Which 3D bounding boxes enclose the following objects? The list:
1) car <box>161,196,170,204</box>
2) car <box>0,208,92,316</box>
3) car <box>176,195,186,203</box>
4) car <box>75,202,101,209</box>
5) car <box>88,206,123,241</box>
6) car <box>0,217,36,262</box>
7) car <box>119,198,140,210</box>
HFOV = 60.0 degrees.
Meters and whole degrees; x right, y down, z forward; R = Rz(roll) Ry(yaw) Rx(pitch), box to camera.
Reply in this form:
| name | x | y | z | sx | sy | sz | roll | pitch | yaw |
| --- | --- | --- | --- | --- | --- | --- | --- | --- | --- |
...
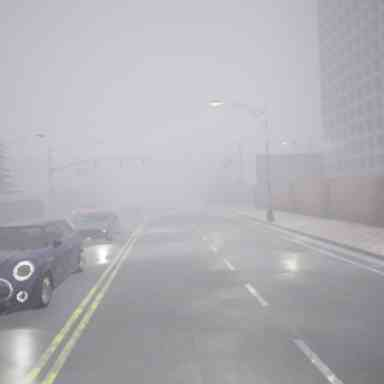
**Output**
| name | x | y | z | sx | sy | sz | roll | pitch | yaw |
| --- | --- | --- | --- | --- | --- | --- | --- | --- | --- |
| car | -5.804 | 1.646 | 71.363 | 2.033 | 1.411 | 5.357 | -2 | 0 | -5 |
| car | -4.114 | 1.516 | 8.083 | 2.097 | 1.767 | 4.553 | -2 | 0 | -5 |
| car | -2.320 | 1.485 | 71.656 | 2.128 | 1.511 | 4.902 | -2 | 0 | -5 |
| car | -9.401 | 1.715 | 30.221 | 2.097 | 1.767 | 4.553 | -2 | 0 | -4 |
| car | -4.915 | 1.736 | 17.803 | 2.033 | 1.411 | 5.357 | -2 | 0 | -5 |
| car | -8.039 | 1.887 | 13.190 | 1.994 | 1.385 | 4.181 | -2 | 0 | -5 |
| car | -6.101 | 1.363 | 32.876 | 1.812 | 1.442 | 4.674 | -2 | 0 | -5 |
